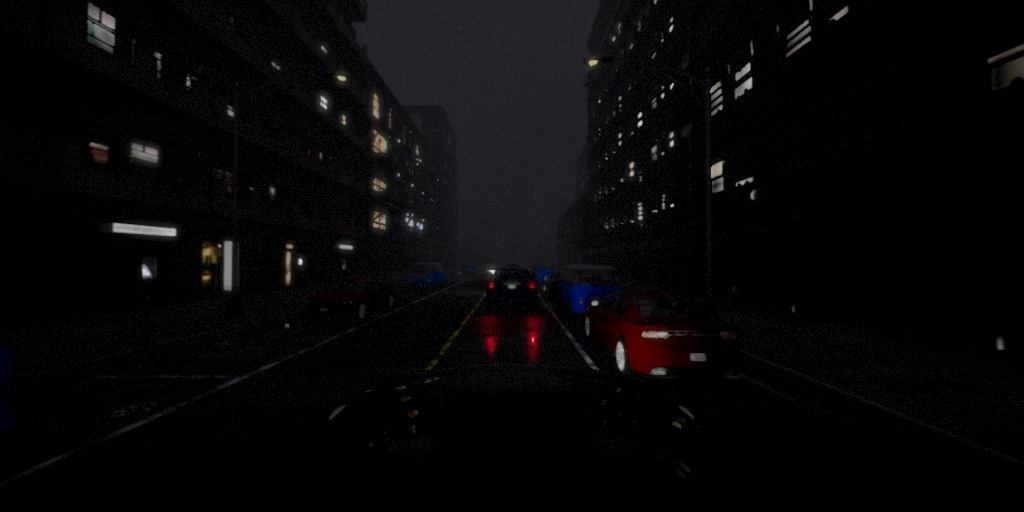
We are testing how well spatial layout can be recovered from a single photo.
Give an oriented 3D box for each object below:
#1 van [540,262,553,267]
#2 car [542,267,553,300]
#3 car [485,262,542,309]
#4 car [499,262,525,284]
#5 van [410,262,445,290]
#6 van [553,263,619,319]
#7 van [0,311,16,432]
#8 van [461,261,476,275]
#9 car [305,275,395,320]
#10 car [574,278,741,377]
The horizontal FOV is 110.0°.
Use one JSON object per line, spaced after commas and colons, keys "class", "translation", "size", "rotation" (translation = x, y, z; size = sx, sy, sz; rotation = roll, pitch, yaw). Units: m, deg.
{"class": "van", "translation": [2.692, 1.371, 30.065], "size": [1.690, 1.789, 3.998], "rotation": [0, 0, 0]}
{"class": "car", "translation": [2.691, 1.481, 18.740], "size": [1.948, 1.339, 4.313], "rotation": [0, 0, 0]}
{"class": "car", "translation": [0.002, 1.238, 15.935], "size": [2.097, 1.767, 4.553], "rotation": [0, -1, 0]}
{"class": "car", "translation": [0.002, 1.390, 30.930], "size": [2.097, 1.767, 4.553], "rotation": [0, -1, 0]}
{"class": "van", "translation": [-5.689, 1.313, 24.402], "size": [1.690, 1.789, 3.998], "rotation": [0, 0, 0]}
{"class": "van", "translation": [2.691, 1.200, 13.080], "size": [1.690, 1.789, 3.998], "rotation": [0, 0, 0]}
{"class": "van", "translation": [-5.689, 1.091, 1.755], "size": [1.690, 1.789, 3.998], "rotation": [0, 0, 0]}
{"class": "van", "translation": [-5.689, 1.550, 47.048], "size": [1.690, 1.789, 3.998], "rotation": [0, 0, 0]}
{"class": "car", "translation": [-5.689, 1.405, 13.079], "size": [1.888, 1.381, 4.507], "rotation": [0, 0, 0]}
{"class": "car", "translation": [2.692, 1.350, 7.418], "size": [1.888, 1.381, 4.507], "rotation": [0, 0, 0]}
